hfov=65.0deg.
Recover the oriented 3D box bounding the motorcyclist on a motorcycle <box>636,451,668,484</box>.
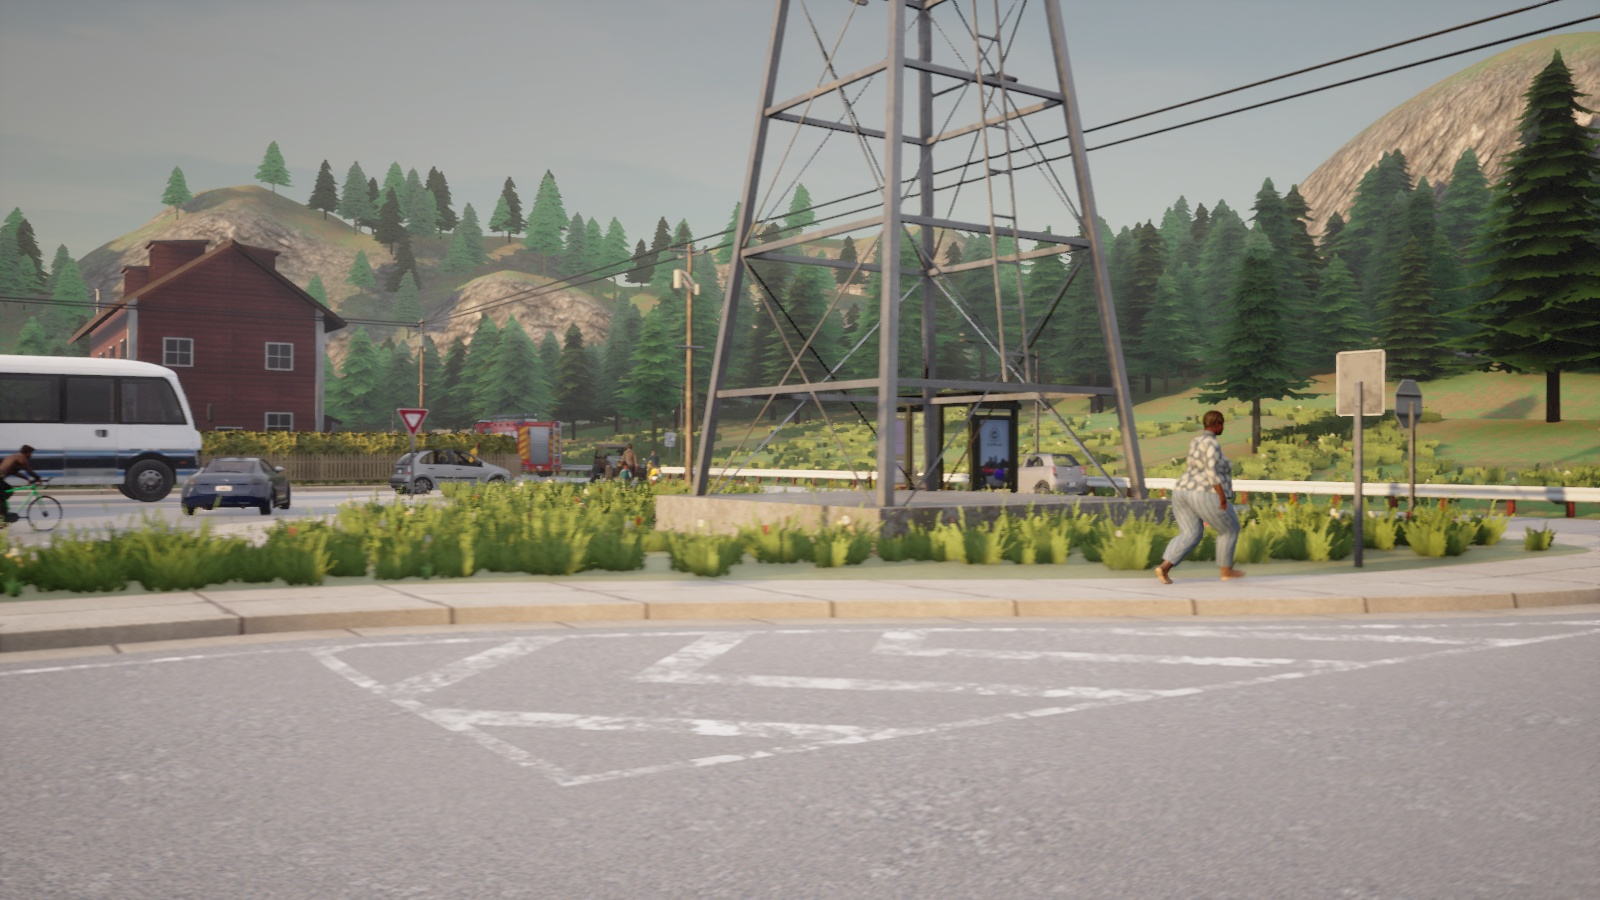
[{"bbox_3d":[-7.388,0.867,62.613,0.866,1.590,1.817,0,0,-33],"label":"motorcyclist on a motorcycle"}]

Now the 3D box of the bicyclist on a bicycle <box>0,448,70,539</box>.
[{"bbox_3d":[-14.275,0.784,22.839,0.582,1.620,1.656,0,0,31],"label":"bicyclist on a bicycle"}]

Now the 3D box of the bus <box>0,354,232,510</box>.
[{"bbox_3d":[-22.347,-0.495,36.249,10.273,4.253,3.944,0,0,-34],"label":"bus"}]

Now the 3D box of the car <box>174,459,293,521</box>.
[{"bbox_3d":[-13.796,0.914,30.823,1.994,1.385,4.181,0,0,-15],"label":"car"}]

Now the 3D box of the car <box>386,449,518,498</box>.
[{"bbox_3d":[-11.972,0.775,43.280,3.988,1.617,1.851,0,0,-38],"label":"car"}]

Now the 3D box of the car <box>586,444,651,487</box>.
[{"bbox_3d":[-8.285,0.699,57.102,1.905,1.878,3.866,0,0,-24],"label":"car"}]

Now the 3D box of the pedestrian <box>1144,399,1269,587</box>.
[{"bbox_3d":[4.159,0.423,12.902,0.900,1.855,0.874,0,0,-13],"label":"pedestrian"}]

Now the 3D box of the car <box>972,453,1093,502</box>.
[{"bbox_3d":[7.451,0.842,40.524,1.845,1.501,3.633,0,0,-34],"label":"car"}]

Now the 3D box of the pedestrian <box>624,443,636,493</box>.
[{"bbox_3d":[-6.297,0.657,46.399,0.328,1.805,0.869,0,0,-15],"label":"pedestrian"}]

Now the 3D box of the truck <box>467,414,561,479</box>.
[{"bbox_3d":[-17.988,-0.189,78.485,2.891,3.827,8.468,0,0,-34],"label":"truck"}]
